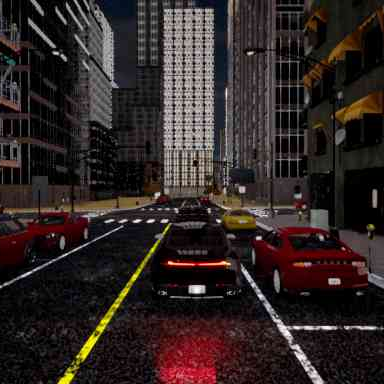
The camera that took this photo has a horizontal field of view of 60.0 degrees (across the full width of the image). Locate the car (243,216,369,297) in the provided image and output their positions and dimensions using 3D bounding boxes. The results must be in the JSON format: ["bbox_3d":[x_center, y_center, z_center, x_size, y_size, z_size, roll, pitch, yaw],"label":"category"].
[{"bbox_3d":[2.670,1.543,8.472,1.887,1.381,4.507,-1,0,0],"label":"car"}]

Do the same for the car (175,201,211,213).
[{"bbox_3d":[0.067,1.475,18.675,1.882,1.535,5.008,0,0,0],"label":"car"}]

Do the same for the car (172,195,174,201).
[{"bbox_3d":[-5.819,1.310,74.152,2.192,1.841,5.009,-1,0,0],"label":"car"}]

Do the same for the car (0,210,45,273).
[{"bbox_3d":[-5.712,1.438,8.472,1.967,1.590,4.097,-1,0,0],"label":"car"}]

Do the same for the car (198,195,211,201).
[{"bbox_3d":[2.580,1.435,63.045,1.967,1.590,4.097,-1,0,0],"label":"car"}]

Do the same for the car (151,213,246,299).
[{"bbox_3d":[0.086,1.503,8.403,1.837,1.490,4.892,0,0,0],"label":"car"}]

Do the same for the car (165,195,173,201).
[{"bbox_3d":[-5.835,1.521,85.101,1.752,1.417,4.829,-1,0,0],"label":"car"}]

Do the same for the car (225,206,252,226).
[{"bbox_3d":[2.651,1.522,19.689,1.752,1.417,4.829,-1,0,0],"label":"car"}]

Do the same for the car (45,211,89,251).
[{"bbox_3d":[-5.720,1.542,13.996,1.887,1.381,4.507,-1,0,0],"label":"car"}]

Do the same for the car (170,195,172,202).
[{"bbox_3d":[-5.810,1.310,68.593,2.192,1.841,5.009,-1,0,0],"label":"car"}]

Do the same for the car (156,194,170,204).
[{"bbox_3d":[-5.799,1.540,63.033,1.887,1.381,4.507,-1,0,0],"label":"car"}]

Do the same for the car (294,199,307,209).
[{"bbox_3d":[14.190,1.254,38.662,4.507,1.381,1.887,-1,1,-1],"label":"car"}]

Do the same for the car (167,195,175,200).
[{"bbox_3d":[-5.843,1.541,90.830,1.887,1.381,4.507,-1,0,0],"label":"car"}]

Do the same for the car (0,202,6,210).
[{"bbox_3d":[-23.908,1.744,38.277,4.097,1.590,1.967,-1,1,-1],"label":"car"}]

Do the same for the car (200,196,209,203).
[{"bbox_3d":[2.572,1.521,68.774,1.752,1.417,4.829,-1,0,0],"label":"car"}]
